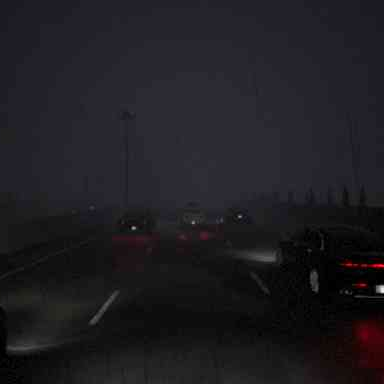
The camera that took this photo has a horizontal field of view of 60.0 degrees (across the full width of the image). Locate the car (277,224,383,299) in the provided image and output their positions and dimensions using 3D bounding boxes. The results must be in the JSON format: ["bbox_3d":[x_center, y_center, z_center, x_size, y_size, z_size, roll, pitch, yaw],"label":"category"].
[{"bbox_3d":[3.600,1.601,8.678,1.837,1.490,4.892,0,-1,0],"label":"car"}]

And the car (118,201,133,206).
[{"bbox_3d":[-10.607,2.126,53.540,1.812,1.442,4.674,0,-1,0],"label":"car"}]

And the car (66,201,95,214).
[{"bbox_3d":[-14.069,2.068,41.600,1.895,1.301,4.718,0,-1,0],"label":"car"}]

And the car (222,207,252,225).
[{"bbox_3d":[3.602,1.867,27.029,1.994,1.385,4.181,0,-1,0],"label":"car"}]

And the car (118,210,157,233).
[{"bbox_3d":[-3.400,1.844,21.684,1.895,1.301,4.718,0,-1,0],"label":"car"}]

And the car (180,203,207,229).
[{"bbox_3d":[0.095,1.792,23.805,1.812,1.442,4.674,0,-1,0],"label":"car"}]

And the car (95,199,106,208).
[{"bbox_3d":[-17.836,2.115,63.955,1.882,1.535,5.008,0,-1,-2],"label":"car"}]

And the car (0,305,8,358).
[{"bbox_3d":[-3.400,1.380,2.411,2.097,1.767,4.553,0,-1,0],"label":"car"}]
